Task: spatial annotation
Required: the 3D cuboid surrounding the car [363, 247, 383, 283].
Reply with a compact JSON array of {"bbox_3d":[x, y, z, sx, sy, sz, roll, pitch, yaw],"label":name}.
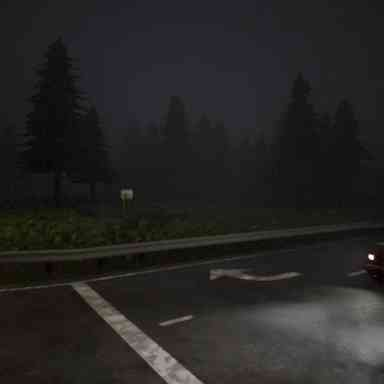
[{"bbox_3d":[6.430,1.636,8.573,4.718,1.301,1.895,0,0,-35],"label":"car"}]
